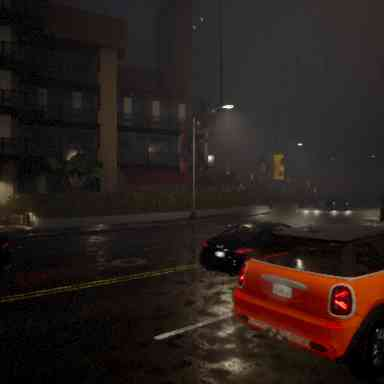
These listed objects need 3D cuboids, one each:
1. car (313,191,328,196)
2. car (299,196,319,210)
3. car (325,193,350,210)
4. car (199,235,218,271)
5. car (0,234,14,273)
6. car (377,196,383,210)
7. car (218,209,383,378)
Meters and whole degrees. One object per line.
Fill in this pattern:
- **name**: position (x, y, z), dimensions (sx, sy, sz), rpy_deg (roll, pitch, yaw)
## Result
- **car**: position (34.339, 1.210, 86.109), dimensions (2.185, 1.767, 4.553), rpy_deg (0, 0, -24)
- **car**: position (15.131, 1.588, 43.274), dimensions (1.994, 1.385, 4.181), rpy_deg (0, 0, 9)
- **car**: position (18.594, 1.394, 42.761), dimensions (2.097, 1.767, 4.553), rpy_deg (0, 0, 9)
- **car**: position (2.210, 1.558, 9.809), dimensions (4.181, 1.385, 1.994), rpy_deg (0, 0, -41)
- **car**: position (-6.774, 1.496, 7.440), dimensions (4.892, 1.490, 1.837), rpy_deg (0, 0, -35)
- **car**: position (16.426, 1.211, 26.875), dimensions (2.150, 2.045, 5.566), rpy_deg (0, 0, 30)
- **car**: position (2.872, 1.349, 5.809), dimensions (4.553, 1.767, 2.097), rpy_deg (0, 0, -39)
